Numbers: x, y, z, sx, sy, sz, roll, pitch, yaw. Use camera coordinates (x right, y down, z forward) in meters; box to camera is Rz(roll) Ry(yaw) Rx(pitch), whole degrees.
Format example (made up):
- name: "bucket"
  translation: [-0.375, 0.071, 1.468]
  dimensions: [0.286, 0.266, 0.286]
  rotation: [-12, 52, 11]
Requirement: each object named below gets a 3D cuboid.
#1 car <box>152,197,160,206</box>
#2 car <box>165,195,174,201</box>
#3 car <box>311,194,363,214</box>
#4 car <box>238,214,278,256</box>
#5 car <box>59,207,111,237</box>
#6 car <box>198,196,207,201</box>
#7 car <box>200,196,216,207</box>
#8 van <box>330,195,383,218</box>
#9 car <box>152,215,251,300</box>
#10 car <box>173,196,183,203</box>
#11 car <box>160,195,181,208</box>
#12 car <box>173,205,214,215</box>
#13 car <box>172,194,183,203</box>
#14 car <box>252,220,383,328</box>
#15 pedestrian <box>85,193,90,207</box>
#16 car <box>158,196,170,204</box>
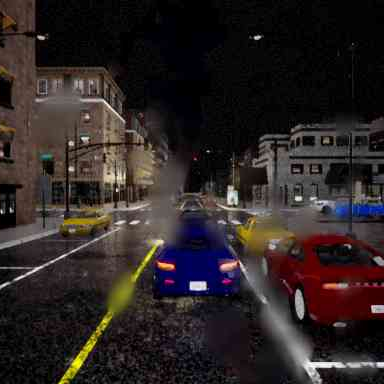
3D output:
- name: "car"
  translation: [-5.708, 1.579, 56.549]
  dimensions: [2.008, 1.369, 4.403]
  rotation: [0, 0, 0]
- name: "car"
  translation: [-5.715, 1.596, 84.862]
  dimensions: [1.752, 1.417, 4.829]
  rotation: [0, 0, 0]
- name: "car"
  translation: [15.468, 1.250, 34.957]
  dimensions: [5.566, 2.045, 2.150]
  rotation: [-1, 0, 0]
- name: "car"
  translation: [2.683, 1.526, 12.867]
  dimensions: [1.752, 1.417, 4.829]
  rotation: [0, 0, 0]
- name: "car"
  translation: [-5.700, 1.527, 18.226]
  dimensions: [1.752, 1.417, 4.829]
  rotation: [0, 0, 0]
- name: "car"
  translation: [2.666, 1.622, 85.046]
  dimensions: [2.008, 1.369, 4.403]
  rotation: [-1, 0, 0]
- name: "car"
  translation: [2.673, 1.462, 50.866]
  dimensions: [1.967, 1.590, 4.097]
  rotation: [0, 0, 0]
- name: "van"
  translation: [14.652, 1.413, 29.163]
  dimensions: [3.998, 1.788, 1.690]
  rotation: [0, 0, 0]
- name: "car"
  translation: [0.102, 1.525, 8.283]
  dimensions: [1.812, 1.442, 4.674]
  rotation: [0, 0, 0]
- name: "car"
  translation: [-3.016, 1.645, 72.384]
  dimensions: [1.895, 1.301, 4.718]
  rotation: [0, 0, 0]
- name: "car"
  translation: [-3.104, 1.567, 48.454]
  dimensions: [2.033, 1.411, 5.357]
  rotation: [0, 0, 0]
- name: "car"
  translation: [0.097, 1.565, 16.976]
  dimensions: [1.994, 1.385, 4.181]
  rotation: [0, 0, 0]
- name: "car"
  translation: [-3.086, 1.524, 59.024]
  dimensions: [2.128, 1.511, 4.902]
  rotation: [0, 0, 0]
- name: "car"
  translation: [2.684, 1.544, 7.000]
  dimensions: [1.887, 1.381, 4.507]
  rotation: [0, 0, 0]
- name: "pedestrian"
  translation: [-12.639, 1.079, 40.276]
  dimensions: [0.375, 1.860, 0.375]
  rotation: [0, 0, 0]
- name: "car"
  translation: [-5.710, 1.594, 67.942]
  dimensions: [2.008, 1.369, 4.403]
  rotation: [0, 0, 0]
